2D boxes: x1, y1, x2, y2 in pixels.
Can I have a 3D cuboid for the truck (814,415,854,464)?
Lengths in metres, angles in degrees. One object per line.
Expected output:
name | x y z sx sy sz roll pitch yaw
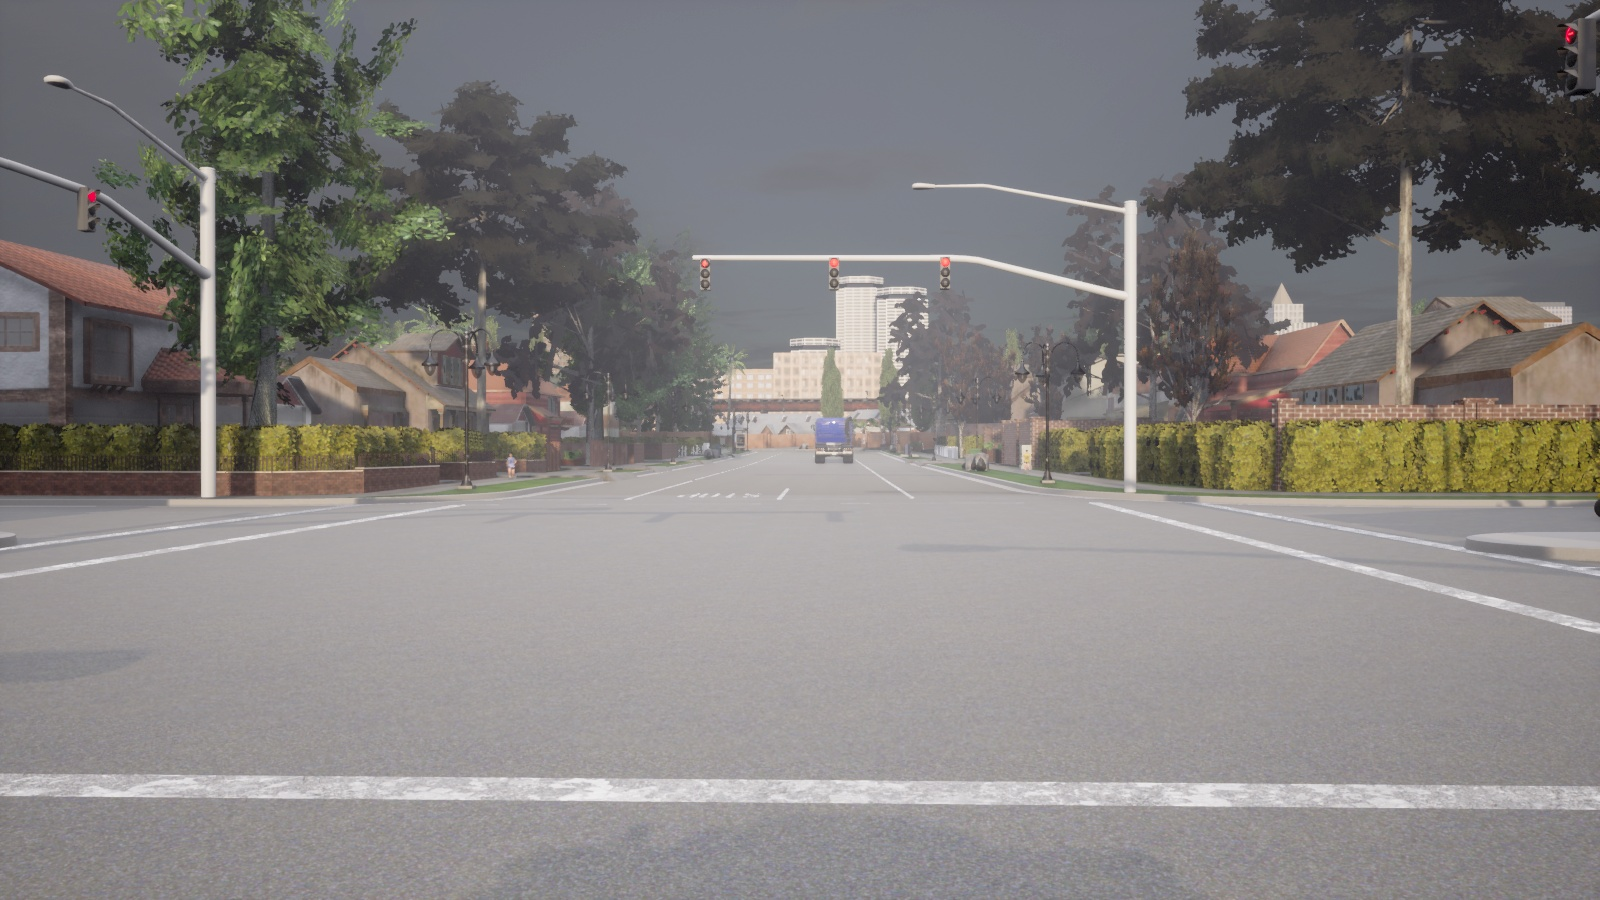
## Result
truck | 2.520 -0.792 93.696 2.891 3.462 7.936 0 1 1

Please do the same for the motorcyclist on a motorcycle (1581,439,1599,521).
motorcyclist on a motorcycle | 16.364 0.575 24.398 1.817 1.590 0.866 0 0 1
